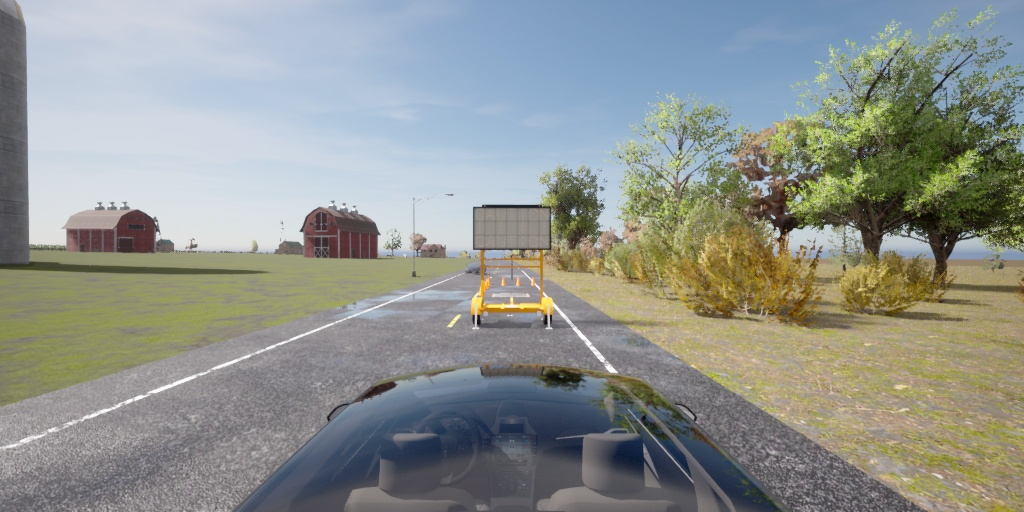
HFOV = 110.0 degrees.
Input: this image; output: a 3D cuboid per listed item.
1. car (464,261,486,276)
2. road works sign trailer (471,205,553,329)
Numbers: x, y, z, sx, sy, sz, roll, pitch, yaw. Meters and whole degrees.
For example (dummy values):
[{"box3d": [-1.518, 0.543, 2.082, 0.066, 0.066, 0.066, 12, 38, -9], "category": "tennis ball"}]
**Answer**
[{"box3d": [-3.750, 1.271, 37.037, 1.812, 1.442, 4.674, 0, 0, -1], "category": "car"}, {"box3d": [-0.001, 0.212, 11.169, 2.380, 3.560, 2.880, 0, 0, -1], "category": "road works sign trailer"}]
